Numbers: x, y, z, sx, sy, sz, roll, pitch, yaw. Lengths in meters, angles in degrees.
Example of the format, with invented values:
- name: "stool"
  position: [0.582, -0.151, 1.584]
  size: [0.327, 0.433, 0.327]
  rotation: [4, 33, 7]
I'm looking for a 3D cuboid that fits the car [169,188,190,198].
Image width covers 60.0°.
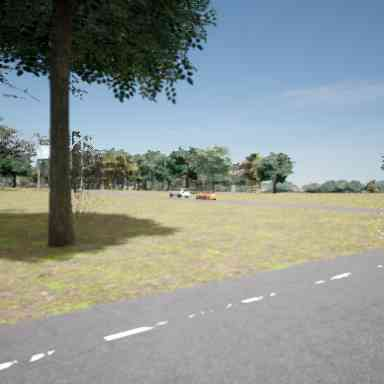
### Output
- name: "car"
  position: [-2.584, 0.224, 70.194]
  size: [2.150, 2.045, 5.566]
  rotation: [2, 0, -35]

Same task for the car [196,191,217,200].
- name: "car"
  position: [2.747, 0.660, 62.671]
  size: [2.097, 1.767, 4.553]
  rotation: [2, 0, -35]
